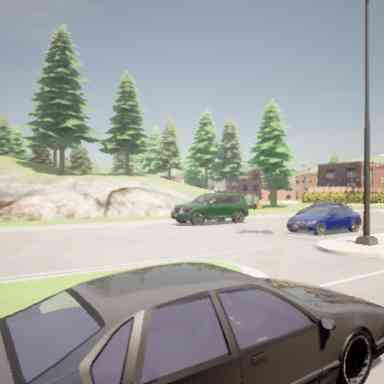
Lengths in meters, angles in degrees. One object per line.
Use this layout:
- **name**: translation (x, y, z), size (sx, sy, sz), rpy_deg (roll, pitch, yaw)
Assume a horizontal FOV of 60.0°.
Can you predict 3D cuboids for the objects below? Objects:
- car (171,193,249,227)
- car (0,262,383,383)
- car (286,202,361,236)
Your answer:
- **car**: translation (1.332, 1.125, 22.503), size (5.566, 2.045, 2.150), rpy_deg (0, 0, -32)
- **car**: translation (-0.005, 1.531, 3.548), size (5.357, 1.411, 2.033), rpy_deg (0, 0, -34)
- **car**: translation (7.181, 1.458, 17.894), size (4.674, 1.442, 1.812), rpy_deg (0, 0, -32)
